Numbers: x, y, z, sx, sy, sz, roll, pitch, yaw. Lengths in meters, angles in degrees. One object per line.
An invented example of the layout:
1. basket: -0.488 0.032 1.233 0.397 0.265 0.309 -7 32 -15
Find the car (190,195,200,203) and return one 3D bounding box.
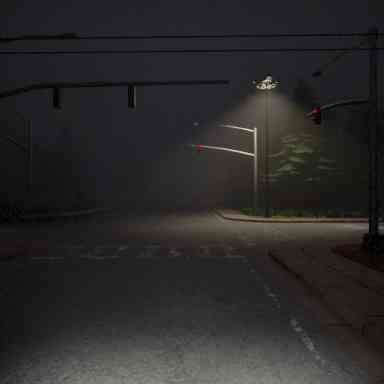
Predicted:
1. car: 0.585 1.536 73.448 2.097 1.767 4.553 0 0 2

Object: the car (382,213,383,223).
1. car: 15.126 1.359 21.985 4.553 1.767 2.097 0 0 1
